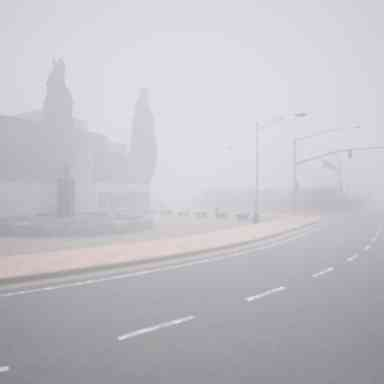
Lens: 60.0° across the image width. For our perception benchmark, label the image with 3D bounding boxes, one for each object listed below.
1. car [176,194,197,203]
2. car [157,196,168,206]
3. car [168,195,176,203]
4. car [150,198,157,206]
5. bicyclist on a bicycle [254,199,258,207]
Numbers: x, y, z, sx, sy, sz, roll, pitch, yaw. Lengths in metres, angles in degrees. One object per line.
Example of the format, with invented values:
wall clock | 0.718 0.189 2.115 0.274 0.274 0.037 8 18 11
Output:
car | -1.283 1.910 77.723 1.970 1.475 3.806 0 0 33
car | -7.681 1.857 64.036 5.008 1.535 1.882 0 0 35
car | -3.692 1.665 79.327 1.905 1.878 3.866 0 0 33
car | -9.536 1.839 61.061 4.902 1.511 2.128 0 0 35
bicyclist on a bicycle | 10.753 1.709 55.858 0.582 1.620 1.656 0 5 35
